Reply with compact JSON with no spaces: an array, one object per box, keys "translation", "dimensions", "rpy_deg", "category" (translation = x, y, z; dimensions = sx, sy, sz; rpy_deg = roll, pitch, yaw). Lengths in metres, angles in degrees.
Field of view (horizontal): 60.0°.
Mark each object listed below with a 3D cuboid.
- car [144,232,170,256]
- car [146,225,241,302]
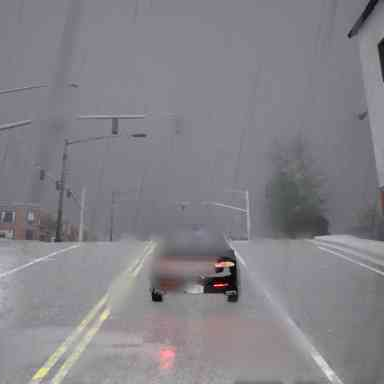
[{"translation":[-3.596,5.614,35.326],"dimensions":[2.150,2.045,5.566],"rpy_deg":[0,-14,0],"category":"car"},{"translation":[0.076,1.595,8.501],"dimensions":[2.128,1.511,4.902],"rpy_deg":[0,-1,0],"category":"car"}]
